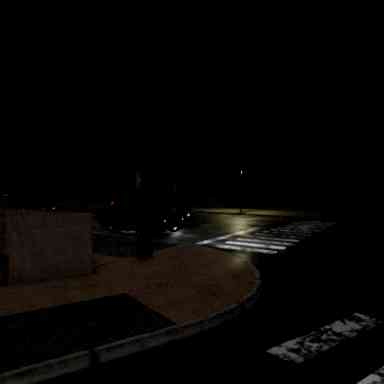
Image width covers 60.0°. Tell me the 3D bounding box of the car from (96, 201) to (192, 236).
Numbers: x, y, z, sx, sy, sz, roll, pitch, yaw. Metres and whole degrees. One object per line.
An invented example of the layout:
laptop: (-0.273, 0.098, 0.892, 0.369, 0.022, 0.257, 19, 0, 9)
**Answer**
car: (-2.641, 1.381, 17.036, 4.718, 1.301, 1.895, 1, 1, 33)

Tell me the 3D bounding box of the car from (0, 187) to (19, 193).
car: (-23.638, 0.454, 41.127, 5.566, 2.045, 2.150, 1, 1, 30)

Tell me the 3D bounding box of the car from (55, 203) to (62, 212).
car: (-12.510, 1.107, 26.990, 4.181, 1.385, 1.994, 1, 1, 31)

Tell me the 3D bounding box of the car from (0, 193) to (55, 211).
car: (-12.106, 1.098, 22.951, 4.902, 1.511, 2.128, 1, 1, 31)

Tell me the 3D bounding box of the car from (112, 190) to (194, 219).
car: (-2.580, 0.942, 20.819, 5.566, 2.045, 2.150, 1, 1, 31)
